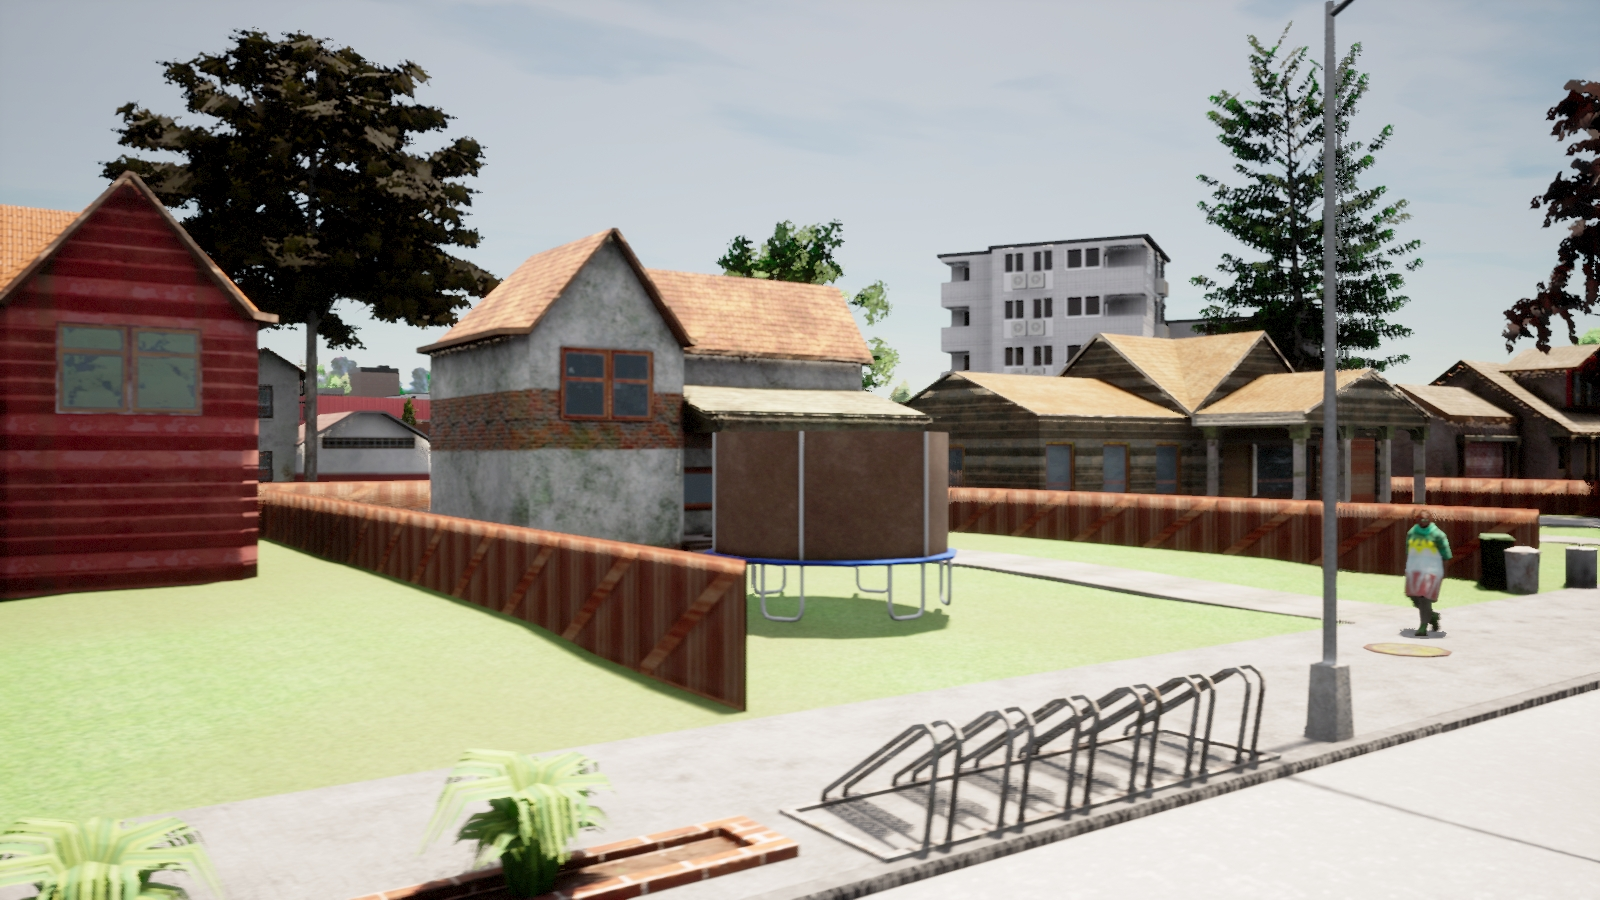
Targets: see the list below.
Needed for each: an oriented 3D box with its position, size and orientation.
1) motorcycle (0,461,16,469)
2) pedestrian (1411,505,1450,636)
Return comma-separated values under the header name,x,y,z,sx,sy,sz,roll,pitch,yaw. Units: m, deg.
name,x,y,z,sx,sy,sz,roll,pitch,yaw
motorcycle,-116.055,2.186,167.241,2.033,1.199,0.803,0,0,-35
pedestrian,9.205,1.743,16.680,0.375,1.860,0.375,0,0,-34
